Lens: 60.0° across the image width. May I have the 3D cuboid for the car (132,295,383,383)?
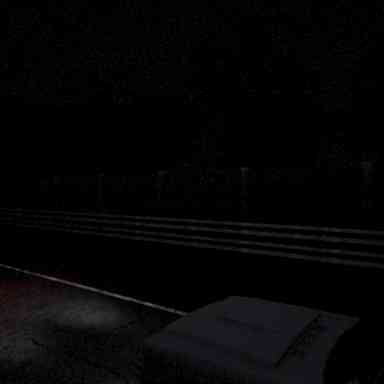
[{"bbox_3d":[1.768,1.601,2.608,4.718,1.301,1.895,0,0,35],"label":"car"}]
